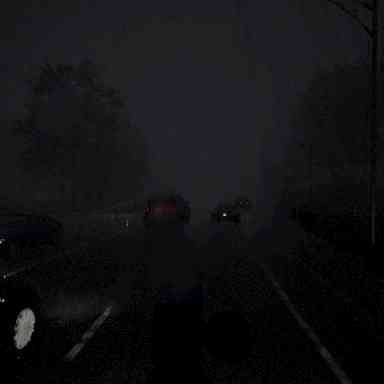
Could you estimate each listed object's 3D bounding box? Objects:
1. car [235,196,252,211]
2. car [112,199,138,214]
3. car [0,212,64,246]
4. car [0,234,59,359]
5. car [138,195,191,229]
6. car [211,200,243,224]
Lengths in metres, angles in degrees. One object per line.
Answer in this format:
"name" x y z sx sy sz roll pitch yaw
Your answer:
"car" 6.355 1.333 41.695 2.097 1.767 4.553 0 0 14
"car" -6.467 1.475 34.127 1.812 1.442 4.674 0 0 12
"car" -6.399 1.499 12.226 1.812 1.442 4.674 0 0 5
"car" -3.246 1.495 3.125 1.837 1.490 4.892 0 0 2
"car" -1.501 1.199 21.913 2.150 2.045 5.566 0 0 9
"car" 2.594 1.551 24.937 1.994 1.385 4.181 0 0 10
